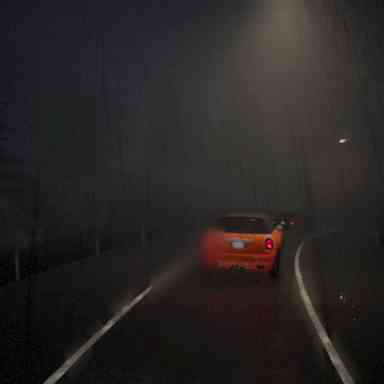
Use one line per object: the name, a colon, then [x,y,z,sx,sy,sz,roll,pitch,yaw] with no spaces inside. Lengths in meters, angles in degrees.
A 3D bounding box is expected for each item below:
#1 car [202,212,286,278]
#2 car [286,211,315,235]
car: [1.814,1.443,10.743,2.097,1.767,4.553,0,-1,17]
car: [6.776,2.011,22.188,2.033,1.411,5.357,1,-2,32]
